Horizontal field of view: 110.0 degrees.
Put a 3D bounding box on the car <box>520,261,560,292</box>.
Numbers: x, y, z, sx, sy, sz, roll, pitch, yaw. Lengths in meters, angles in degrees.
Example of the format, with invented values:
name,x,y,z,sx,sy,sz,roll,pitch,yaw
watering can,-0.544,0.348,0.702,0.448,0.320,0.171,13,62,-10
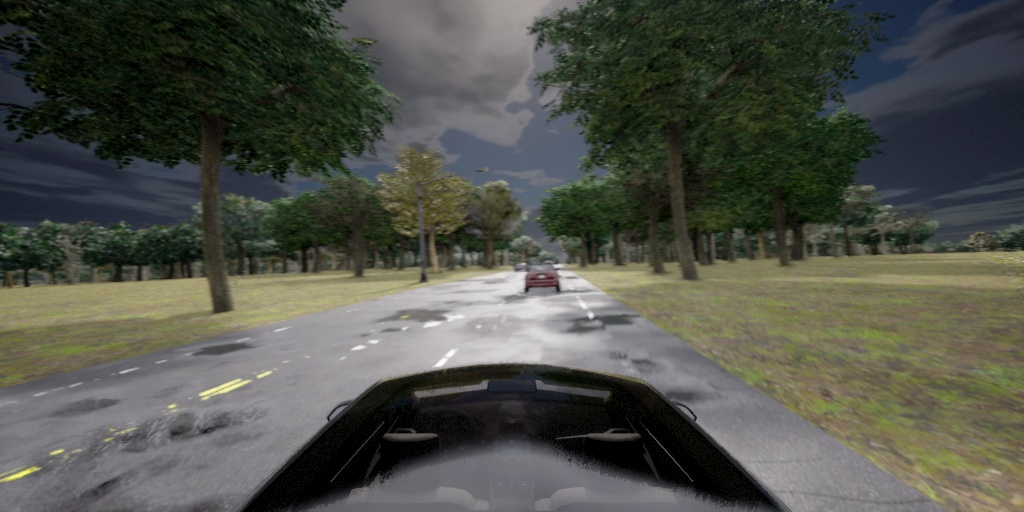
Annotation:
name,x,y,z,sx,sy,sz,roll,pitch,yaw
car,1.911,1.197,22.577,2.097,1.767,4.553,-3,-1,6

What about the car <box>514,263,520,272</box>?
name,x,y,z,sx,sy,sz,roll,pitch,yaw
car,1.514,1.810,56.770,1.994,1.385,4.181,-3,-1,12
